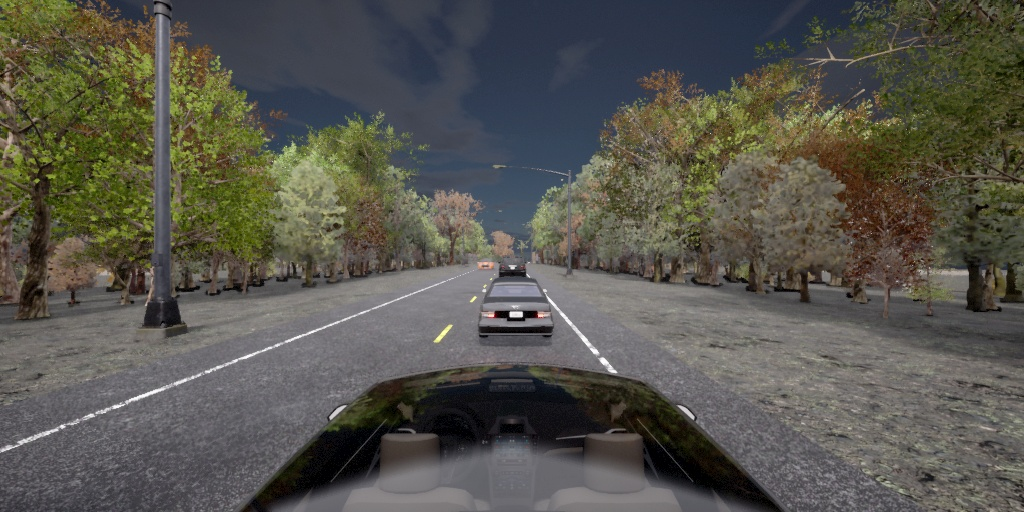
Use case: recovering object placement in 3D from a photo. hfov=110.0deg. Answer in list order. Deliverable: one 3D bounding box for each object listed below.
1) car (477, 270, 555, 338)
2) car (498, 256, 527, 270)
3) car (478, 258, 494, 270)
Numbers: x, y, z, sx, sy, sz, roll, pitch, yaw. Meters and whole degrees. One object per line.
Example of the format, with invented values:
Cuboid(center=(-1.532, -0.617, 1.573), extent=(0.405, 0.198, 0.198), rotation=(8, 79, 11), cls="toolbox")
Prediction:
Cuboid(center=(0.082, 1.302, 10.203), extent=(2.033, 1.411, 5.357), rotation=(0, 0, 0), cls="car")
Cuboid(center=(0.042, 0.987, 29.292), extent=(2.150, 2.045, 5.566), rotation=(0, 0, 0), cls="car")
Cuboid(center=(-3.689, 1.129, 51.415), extent=(2.097, 1.767, 4.553), rotation=(0, 0, 0), cls="car")
